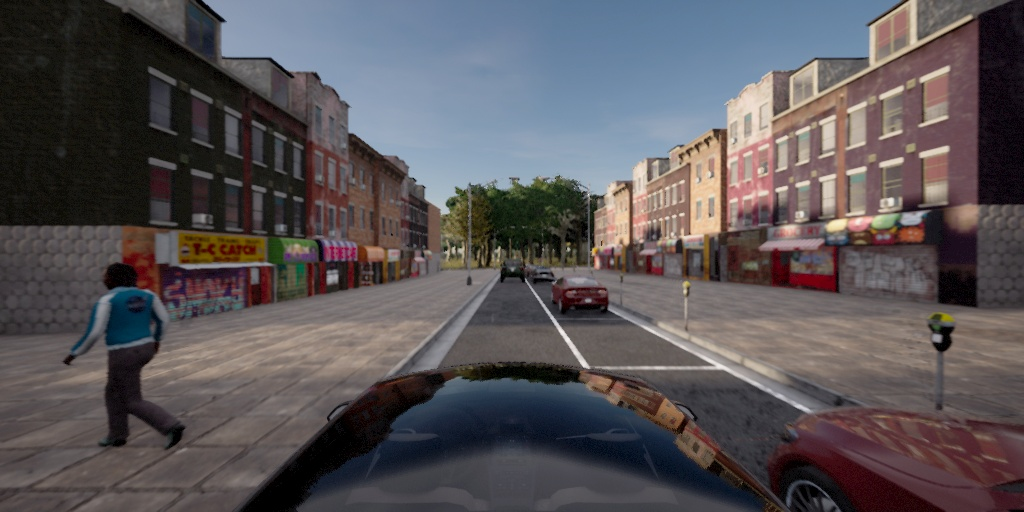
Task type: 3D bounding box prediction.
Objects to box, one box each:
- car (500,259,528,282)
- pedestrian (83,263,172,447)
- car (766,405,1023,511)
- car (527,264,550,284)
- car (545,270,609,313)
[{"bbox_3d":[0.060,1.293,32.830,2.150,2.045,5.566,0,-1,0],"label":"car"},{"bbox_3d":[-3.678,0.909,3.444,0.375,1.860,0.375,-1,0,0],"label":"pedestrian"},{"bbox_3d":[2.752,1.266,0.624,1.812,1.442,4.674,0,-1,0],"label":"car"},{"bbox_3d":[2.604,1.616,30.759,1.948,1.339,4.313,0,0,0],"label":"car"},{"bbox_3d":[2.623,1.423,14.541,1.888,1.381,4.507,0,0,0],"label":"car"}]
